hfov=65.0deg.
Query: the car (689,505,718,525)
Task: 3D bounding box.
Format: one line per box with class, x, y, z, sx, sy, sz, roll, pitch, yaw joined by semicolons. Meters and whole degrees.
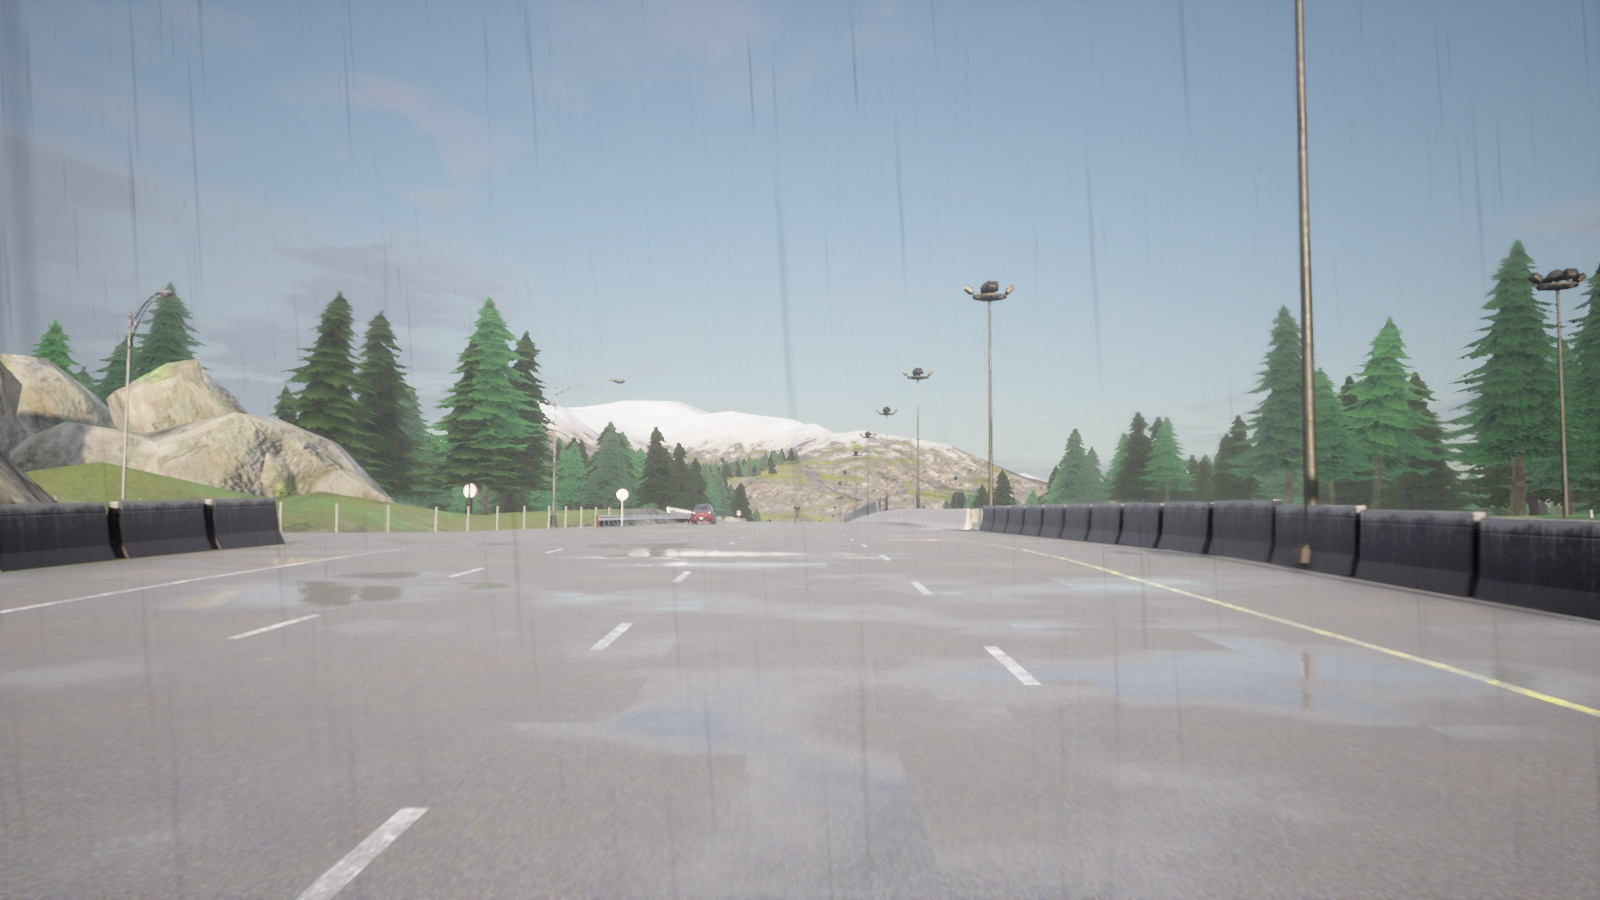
car;-7.215;4.882;94.020;1.845;1.501;3.633;0;-3;0
